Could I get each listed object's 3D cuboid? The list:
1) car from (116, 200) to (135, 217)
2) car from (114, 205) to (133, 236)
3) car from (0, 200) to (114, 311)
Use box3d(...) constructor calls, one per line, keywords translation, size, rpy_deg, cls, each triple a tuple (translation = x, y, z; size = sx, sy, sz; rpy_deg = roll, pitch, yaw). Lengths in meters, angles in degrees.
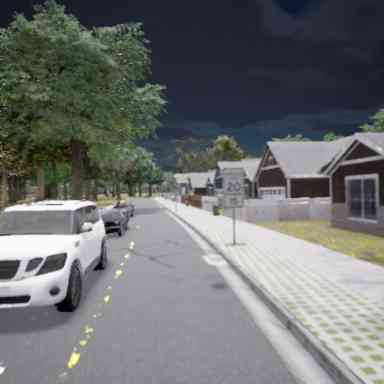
box3d(translation=(-6.439, 1.528, 31.758), size=(2.128, 1.511, 4.902), rpy_deg=(-1, 0, -8), cls="car")
box3d(translation=(-4.637, 1.637, 18.612), size=(1.895, 1.301, 4.718), rpy_deg=(-1, 0, -5), cls="car")
box3d(translation=(-3.481, 1.265, 8.077), size=(2.150, 2.045, 5.566), rpy_deg=(-1, 0, -6), cls="car")
